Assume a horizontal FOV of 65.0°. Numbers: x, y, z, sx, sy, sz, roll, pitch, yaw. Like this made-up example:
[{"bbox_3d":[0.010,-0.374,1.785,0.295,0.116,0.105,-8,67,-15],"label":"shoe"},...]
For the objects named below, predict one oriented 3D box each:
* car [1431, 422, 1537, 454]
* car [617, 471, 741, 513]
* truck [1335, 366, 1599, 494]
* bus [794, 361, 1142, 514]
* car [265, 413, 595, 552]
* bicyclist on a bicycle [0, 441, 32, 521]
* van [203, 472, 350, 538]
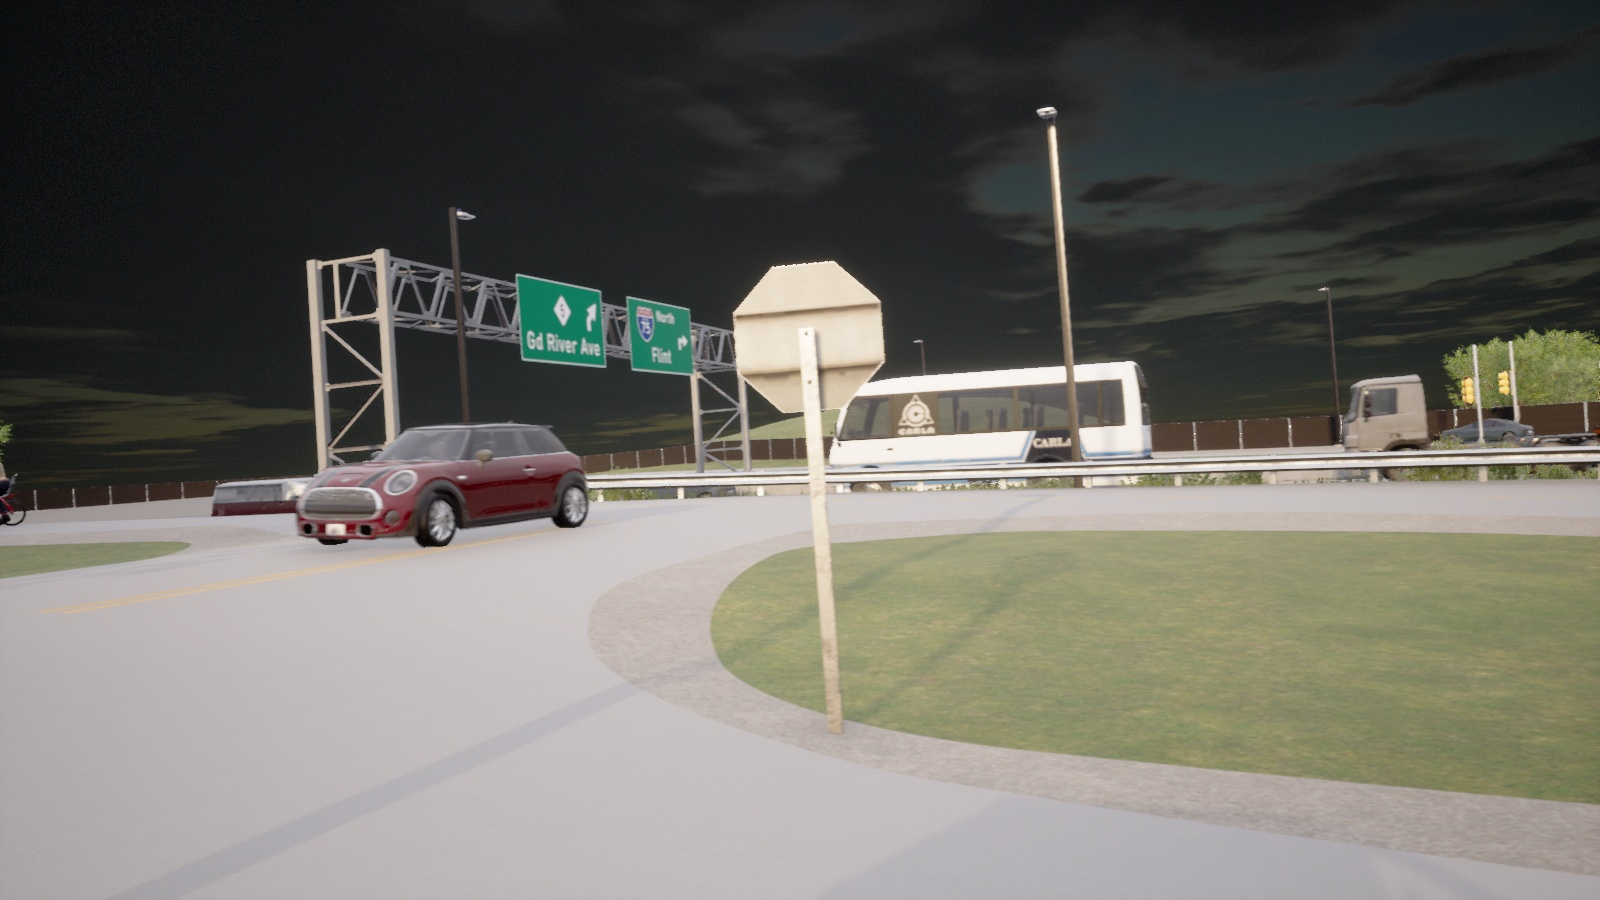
[{"bbox_3d":[34.018,-0.600,62.490,1.994,1.385,4.181,-3,1,-43],"label":"car"},{"bbox_3d":[-4.604,1.597,47.855,4.181,1.385,1.994,-3,0,20],"label":"car"},{"bbox_3d":[20.791,-0.586,38.369,7.936,3.462,2.891,-3,0,20],"label":"truck"},{"bbox_3d":[5.409,-0.295,40.364,10.273,4.253,3.944,-3,0,20],"label":"bus"},{"bbox_3d":[-5.199,0.358,18.375,2.097,1.767,4.553,0,1,26],"label":"car"},{"bbox_3d":[-16.799,0.652,25.807,1.509,1.612,0.866,-1,-1,-13],"label":"bicyclist on a bicycle"},{"bbox_3d":[-17.250,1.820,41.389,4.442,1.987,1.775,-3,0,22],"label":"van"}]
